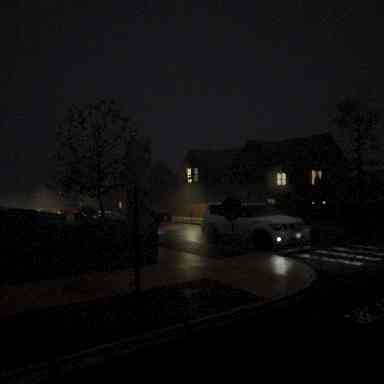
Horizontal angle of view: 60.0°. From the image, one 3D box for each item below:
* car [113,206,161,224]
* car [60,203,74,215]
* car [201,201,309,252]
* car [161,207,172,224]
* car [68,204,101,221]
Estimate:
[{"bbox_3d":[-4.541,2.061,25.667,1.812,1.442,4.674,-1,-1,-36],"label":"car"},{"bbox_3d":[-18.124,2.491,49.624,2.097,1.767,4.553,-1,-1,-36],"label":"car"},{"bbox_3d":[2.669,1.464,15.623,2.150,2.045,5.566,-1,-1,-36],"label":"car"},{"bbox_3d":[-3.661,2.030,29.522,1.882,1.535,5.008,-1,-1,-36],"label":"car"},{"bbox_3d":[-10.983,2.303,34.664,1.837,1.490,4.892,-1,-1,-36],"label":"car"}]
